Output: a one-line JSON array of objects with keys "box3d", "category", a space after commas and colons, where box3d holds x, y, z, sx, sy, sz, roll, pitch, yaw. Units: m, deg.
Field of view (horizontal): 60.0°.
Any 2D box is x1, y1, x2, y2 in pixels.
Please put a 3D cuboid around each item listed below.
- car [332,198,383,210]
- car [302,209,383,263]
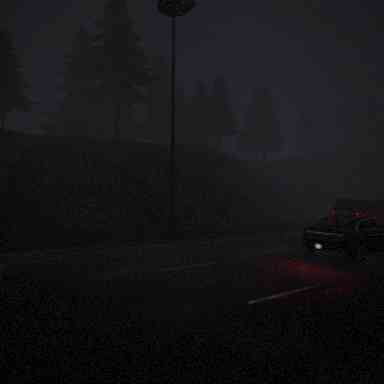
[{"box3d": [10.548, 1.402, 19.865, 5.566, 2.045, 2.150, 1, 0, -35], "category": "car"}, {"box3d": [6.163, 1.601, 12.441, 4.902, 1.511, 2.128, 1, 0, -35], "category": "car"}]
